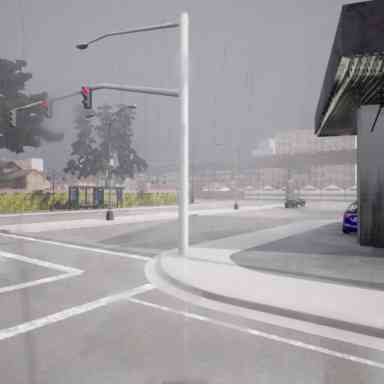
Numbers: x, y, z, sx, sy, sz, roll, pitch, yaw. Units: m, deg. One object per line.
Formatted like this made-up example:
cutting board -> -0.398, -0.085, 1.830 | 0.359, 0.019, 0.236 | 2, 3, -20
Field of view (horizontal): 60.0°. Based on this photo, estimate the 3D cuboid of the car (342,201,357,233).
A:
car -> 9.530, 1.295, 17.671 | 2.242, 1.667, 4.611 | 0, 0, 37

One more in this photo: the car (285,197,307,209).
car -> 14.526, 1.505, 46.567 | 1.837, 1.490, 4.892 | 0, 0, 36
